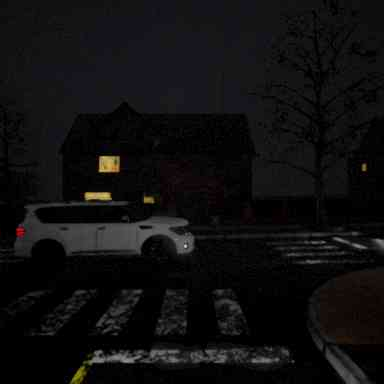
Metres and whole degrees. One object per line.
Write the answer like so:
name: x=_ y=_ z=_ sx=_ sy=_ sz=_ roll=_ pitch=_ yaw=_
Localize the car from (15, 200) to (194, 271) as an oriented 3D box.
car: x=-2.746 y=1.280 z=10.868 sx=5.566 sy=2.045 sz=2.150 roll=-2 pitch=0 yaw=0
